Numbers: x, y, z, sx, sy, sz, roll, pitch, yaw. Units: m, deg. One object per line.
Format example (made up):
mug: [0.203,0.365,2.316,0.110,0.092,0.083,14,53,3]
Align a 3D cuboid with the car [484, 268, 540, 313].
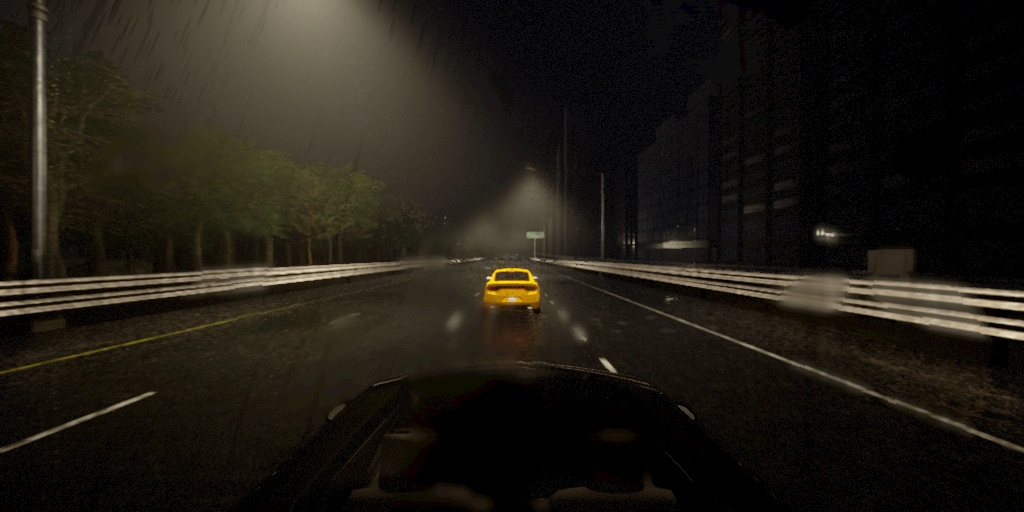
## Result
car: [-0.001,1.219,13.969,1.882,1.535,5.008,0,0,0]
